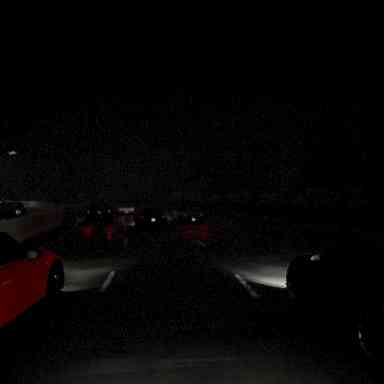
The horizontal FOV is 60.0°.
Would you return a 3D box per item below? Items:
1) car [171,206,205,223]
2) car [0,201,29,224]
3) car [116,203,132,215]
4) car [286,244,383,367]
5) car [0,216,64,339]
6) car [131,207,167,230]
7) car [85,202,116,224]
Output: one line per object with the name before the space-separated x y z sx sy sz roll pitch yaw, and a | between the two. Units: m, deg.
car | -0.473 1.860 27.879 1.895 1.301 4.718 0 -1 -15
car | -15.582 1.664 28.765 2.097 1.767 4.553 0 -1 -19
car | -8.238 1.992 39.663 1.895 1.301 4.718 0 -1 -22
car | 3.202 1.610 5.889 1.994 1.385 4.181 0 -1 -3
car | -3.773 1.415 5.472 2.097 1.767 4.553 0 -1 -3
car | -2.953 1.789 23.327 1.994 1.385 4.181 0 -1 -13
car | -7.730 1.630 27.654 2.097 1.767 4.553 0 -1 -16
